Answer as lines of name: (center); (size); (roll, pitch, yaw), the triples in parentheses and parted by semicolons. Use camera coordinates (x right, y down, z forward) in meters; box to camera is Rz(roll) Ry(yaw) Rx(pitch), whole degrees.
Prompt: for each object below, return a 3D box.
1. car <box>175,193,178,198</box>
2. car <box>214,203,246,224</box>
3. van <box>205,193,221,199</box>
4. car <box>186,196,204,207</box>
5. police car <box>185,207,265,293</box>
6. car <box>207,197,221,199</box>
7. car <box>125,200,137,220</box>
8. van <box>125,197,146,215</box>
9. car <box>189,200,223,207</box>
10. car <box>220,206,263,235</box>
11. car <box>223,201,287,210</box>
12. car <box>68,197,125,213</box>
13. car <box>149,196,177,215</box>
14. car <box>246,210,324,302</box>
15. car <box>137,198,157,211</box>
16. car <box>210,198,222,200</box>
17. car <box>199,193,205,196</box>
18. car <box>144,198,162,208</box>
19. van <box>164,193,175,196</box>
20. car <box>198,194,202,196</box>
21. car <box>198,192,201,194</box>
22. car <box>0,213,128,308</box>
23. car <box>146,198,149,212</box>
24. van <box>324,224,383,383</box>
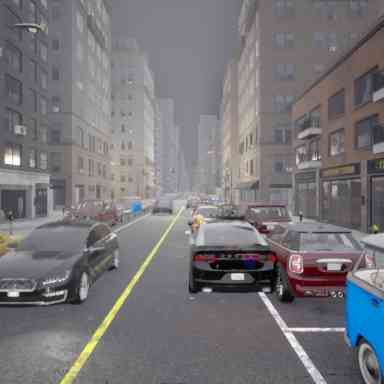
car: (-5.402, 1.249, 86.319); (2.192, 1.841, 5.009); (0, 0, 0)
car: (2.799, 1.564, 25.246); (1.947, 1.339, 4.313); (0, 0, 0)
van: (2.890, 1.331, 42.255); (1.690, 1.788, 3.998); (0, 0, 0)
car: (0.235, 1.552, 43.916); (1.994, 1.385, 4.181); (0, 0, 1)
police car: (0.842, 1.425, 8.984); (1.930, 1.638, 5.238); (0, 0, -1)
car: (2.860, 1.577, 36.585); (1.802, 1.307, 4.206); (0, 0, 0)
car: (-5.726, 1.549, 25.278); (2.008, 1.369, 4.403); (0, 0, 0)
van: (-5.696, 1.339, 30.946); (1.690, 1.788, 3.998); (0, 0, 0)
car: (0.886, 1.455, 19.079); (1.801, 1.575, 5.366); (0, 0, 0)
car: (2.769, 1.565, 19.577); (1.947, 1.339, 4.313); (0, 0, 0)
car: (2.739, 1.314, 13.908); (2.192, 1.841, 5.009); (0, 0, 0)
car: (-5.756, 1.314, 19.610); (2.192, 1.841, 5.009); (0, 0, 0)
car: (-2.825, 1.474, 33.400); (1.882, 1.535, 5.008); (0, 0, 0)
car: (2.709, 1.440, 8.239); (1.967, 1.590, 4.097); (0, 0, 0)
car: (-5.637, 1.515, 42.114); (1.752, 1.417, 4.829); (0, 0, 0)
car: (2.830, 1.549, 30.915); (2.008, 1.369, 4.403); (0, 0, 0)
car: (3.064, 1.391, 75.119); (1.967, 1.590, 4.097); (0, 0, 0)
car: (-5.605, 1.534, 47.951); (2.008, 1.369, 4.403); (0, 0, 0)
van: (-5.461, 1.292, 75.147); (1.690, 1.788, 3.998); (0, 0, 0)
car: (0.279, 1.455, 53.157); (1.882, 1.535, 5.008); (0, 0, 0)
car: (3.124, 1.249, 86.289); (2.192, 1.841, 5.009); (0, 0, 0)
car: (-3.059, 1.504, 8.154); (1.837, 1.490, 4.892); (0, 0, 0)
car: (-5.667, 1.520, 36.445); (1.752, 1.417, 4.829); (0, 0, 0)
van: (2.679, 1.341, 2.569); (1.690, 1.788, 3.998); (0, 0, 0)
